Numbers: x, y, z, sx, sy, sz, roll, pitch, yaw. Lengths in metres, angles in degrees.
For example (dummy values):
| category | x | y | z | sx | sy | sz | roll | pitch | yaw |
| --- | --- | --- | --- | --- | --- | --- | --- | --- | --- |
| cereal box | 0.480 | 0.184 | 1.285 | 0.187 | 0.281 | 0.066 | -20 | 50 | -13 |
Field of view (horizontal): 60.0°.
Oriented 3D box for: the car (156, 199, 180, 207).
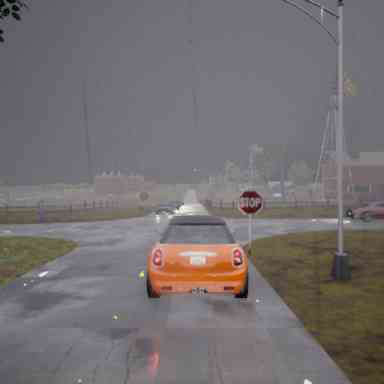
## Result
| category | x | y | z | sx | sy | sz | roll | pitch | yaw |
| --- | --- | --- | --- | --- | --- | --- | --- | --- | --- |
| car | -2.800 | 1.685 | 36.435 | 2.033 | 1.411 | 5.357 | 0 | 0 | 1 |

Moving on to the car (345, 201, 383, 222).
| category | x | y | z | sx | sy | sz | roll | pitch | yaw |
| --- | --- | --- | --- | --- | --- | --- | --- | --- | --- |
| car | 13.247 | 1.319 | 23.736 | 4.181 | 1.385 | 1.994 | -1 | 1 | 1 |

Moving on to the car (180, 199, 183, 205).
| category | x | y | z | sx | sy | sz | roll | pitch | yaw |
| --- | --- | --- | --- | --- | --- | --- | --- | --- | --- |
| car | -2.734 | 1.775 | 46.065 | 1.994 | 1.385 | 4.181 | 0 | -1 | 0 |

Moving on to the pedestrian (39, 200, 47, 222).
| category | x | y | z | sx | sy | sz | roll | pitch | yaw |
| --- | --- | --- | --- | --- | --- | --- | --- | --- | --- |
| pedestrian | -12.092 | 1.518 | 26.928 | 0.375 | 1.860 | 0.375 | 0 | 2 | 0 |

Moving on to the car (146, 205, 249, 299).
| category | x | y | z | sx | sy | sz | roll | pitch | yaw |
| --- | --- | --- | --- | --- | --- | --- | --- | --- | --- |
| car | 0.119 | 1.371 | 8.626 | 2.097 | 1.767 | 4.553 | 0 | 0 | 0 |

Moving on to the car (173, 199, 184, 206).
| category | x | y | z | sx | sy | sz | roll | pitch | yaw |
| --- | --- | --- | --- | --- | --- | --- | --- | --- | --- |
| car | -2.635 | 2.002 | 65.936 | 1.994 | 1.385 | 4.181 | 0 | -1 | 1 |
